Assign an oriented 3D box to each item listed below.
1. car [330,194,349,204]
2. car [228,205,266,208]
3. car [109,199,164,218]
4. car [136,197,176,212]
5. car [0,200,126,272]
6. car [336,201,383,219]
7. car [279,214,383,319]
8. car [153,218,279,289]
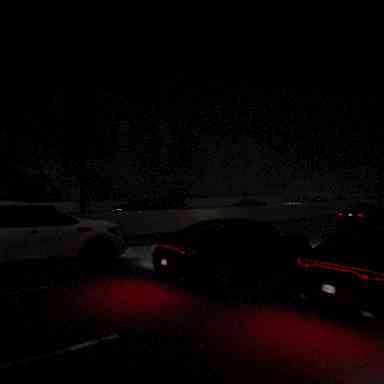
[{"bbox_3d":[26.181,1.182,58.912,2.097,1.767,4.553,0,0,38],"label":"car"},{"bbox_3d":[4.881,1.424,30.680,5.008,1.535,1.882,0,0,-43],"label":"car"},{"bbox_3d":[-5.131,1.493,31.263,4.892,1.490,1.837,0,0,-40],"label":"car"},{"bbox_3d":[-3.024,1.459,28.460,5.008,1.535,1.882,0,0,-40],"label":"car"},{"bbox_3d":[-4.665,1.234,9.146,5.566,2.045,2.150,-1,0,-36],"label":"car"},{"bbox_3d":[11.771,1.474,22.498,5.357,1.411,2.033,0,0,-42],"label":"car"},{"bbox_3d":[4.267,1.453,7.122,5.008,1.535,1.882,-1,0,-38],"label":"car"},{"bbox_3d":[1.317,1.463,9.263,5.008,1.535,1.882,-1,0,-37],"label":"car"}]
